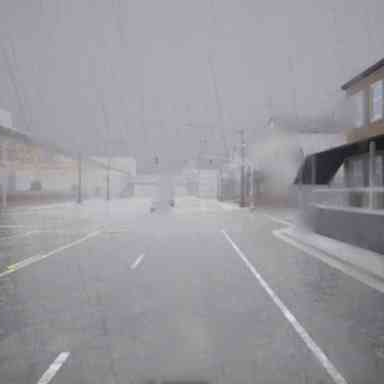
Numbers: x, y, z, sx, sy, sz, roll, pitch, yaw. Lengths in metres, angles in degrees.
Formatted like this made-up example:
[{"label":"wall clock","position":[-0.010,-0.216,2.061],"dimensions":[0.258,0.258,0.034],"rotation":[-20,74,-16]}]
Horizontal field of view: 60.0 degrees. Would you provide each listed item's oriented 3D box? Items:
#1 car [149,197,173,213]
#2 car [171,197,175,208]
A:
[{"label":"car","position":[-3.493,1.571,36.650],"dimensions":[1.895,1.301,4.718],"rotation":[0,0,0]},{"label":"car","position":[-3.474,1.484,48.508],"dimensions":[1.812,1.442,4.674],"rotation":[0,0,0]}]
